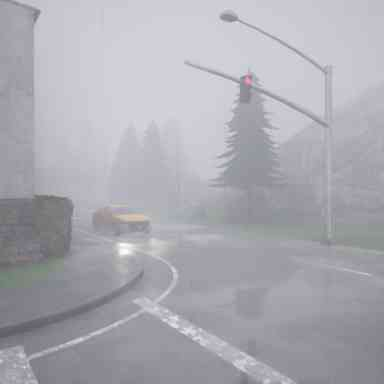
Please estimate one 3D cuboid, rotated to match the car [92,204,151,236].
[{"bbox_3d":[-4.039,1.477,18.650,1.882,1.535,5.008,0,0,-34],"label":"car"}]
